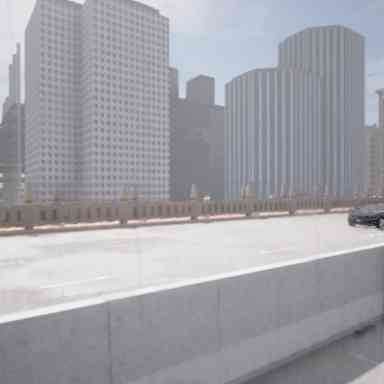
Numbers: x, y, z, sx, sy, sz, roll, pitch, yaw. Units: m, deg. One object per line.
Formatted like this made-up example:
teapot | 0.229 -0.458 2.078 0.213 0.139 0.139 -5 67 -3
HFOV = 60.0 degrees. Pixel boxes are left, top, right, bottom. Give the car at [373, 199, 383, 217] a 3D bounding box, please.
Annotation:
car | 18.484 1.390 30.064 4.892 1.490 1.837 0 0 -35

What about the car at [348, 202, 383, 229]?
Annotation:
car | 11.823 1.401 21.022 5.008 1.535 1.882 0 0 -35
